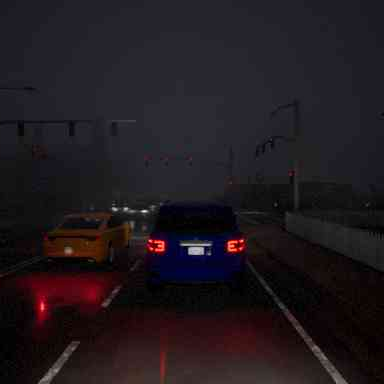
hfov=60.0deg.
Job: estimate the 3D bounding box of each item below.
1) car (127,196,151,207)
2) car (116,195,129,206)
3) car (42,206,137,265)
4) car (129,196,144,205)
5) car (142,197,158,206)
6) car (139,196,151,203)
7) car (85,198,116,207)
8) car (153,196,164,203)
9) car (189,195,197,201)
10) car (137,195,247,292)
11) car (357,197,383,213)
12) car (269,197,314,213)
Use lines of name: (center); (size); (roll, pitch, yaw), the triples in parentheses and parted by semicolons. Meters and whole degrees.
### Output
car: (-6.759, 1.526, 42.878); (1.812, 1.442, 4.674); (0, 0, -2)
car: (-10.456, 1.352, 50.050); (2.097, 1.767, 4.553); (0, 0, 0)
car: (-3.392, 1.478, 11.674); (1.882, 1.535, 5.008); (0, 0, 0)
car: (-10.385, 1.478, 62.205); (1.882, 1.535, 5.008); (0, 0, 0)
car: (-6.936, 1.547, 55.287); (2.033, 1.411, 5.357); (0, 0, 0)
car: (-10.299, 1.595, 72.802); (1.895, 1.301, 4.718); (0, 0, 0)
car: (-10.496, 1.492, 37.299); (2.128, 1.511, 4.902); (0, 0, 0)
car: (-6.813, 1.525, 68.909); (1.812, 1.442, 4.674); (0, 0, 0)
car: (0.245, 1.540, 89.039); (2.033, 1.411, 5.357); (0, 0, 0)
car: (0.087, 1.221, 9.050); (2.150, 2.045, 5.566); (0, 0, 0)
car: (20.528, 1.352, 36.316); (4.553, 1.767, 2.097); (0, 0, -1)
car: (10.746, 1.352, 36.100); (4.553, 1.767, 2.097); (0, 0, -1)
